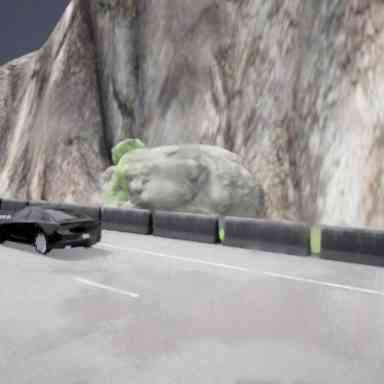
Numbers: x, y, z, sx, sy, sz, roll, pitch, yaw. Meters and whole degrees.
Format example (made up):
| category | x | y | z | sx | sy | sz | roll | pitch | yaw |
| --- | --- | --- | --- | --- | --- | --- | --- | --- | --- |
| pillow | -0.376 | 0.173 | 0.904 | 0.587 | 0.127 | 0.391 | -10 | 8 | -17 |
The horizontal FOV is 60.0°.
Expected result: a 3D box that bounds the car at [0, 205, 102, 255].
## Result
| category | x | y | z | sx | sy | sz | roll | pitch | yaw |
| --- | --- | --- | --- | --- | --- | --- | --- | --- | --- |
| car | -5.443 | 1.221 | 12.235 | 5.008 | 1.535 | 1.882 | 2 | 1 | 36 |
